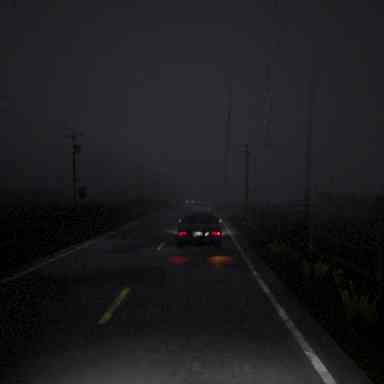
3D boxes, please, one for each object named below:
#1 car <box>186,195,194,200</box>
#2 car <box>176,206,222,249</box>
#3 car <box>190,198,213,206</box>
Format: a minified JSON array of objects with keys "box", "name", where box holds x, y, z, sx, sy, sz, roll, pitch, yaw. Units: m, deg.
[{"box":[-0.440,1.493,86.062,1.837,1.490,4.892,0,0,2],"name":"car"},{"box":[0.340,1.560,14.569,2.033,1.411,5.357,0,0,2],"name":"car"},{"box":[0.913,1.530,29.558,1.812,1.442,4.674,0,0,2],"name":"car"}]
